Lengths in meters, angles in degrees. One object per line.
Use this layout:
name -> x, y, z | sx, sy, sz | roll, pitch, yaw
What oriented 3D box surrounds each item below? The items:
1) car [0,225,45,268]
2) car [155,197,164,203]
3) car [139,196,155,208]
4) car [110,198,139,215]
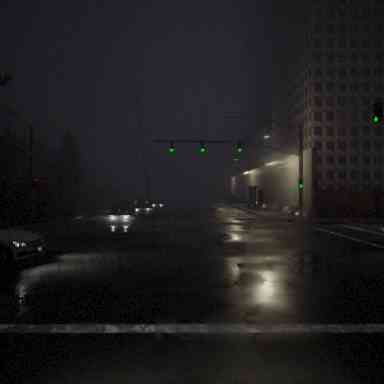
car -> -7.276, 1.566, 10.831 | 4.674, 1.442, 1.812 | 0, 0, 0
car -> -6.915, 1.666, 68.546 | 1.895, 1.301, 4.718 | 0, 0, 0
car -> -7.031, 1.398, 48.350 | 2.097, 1.767, 4.553 | 0, 0, 0
car -> -7.055, 1.596, 34.245 | 1.994, 1.385, 4.181 | 0, 0, 0
